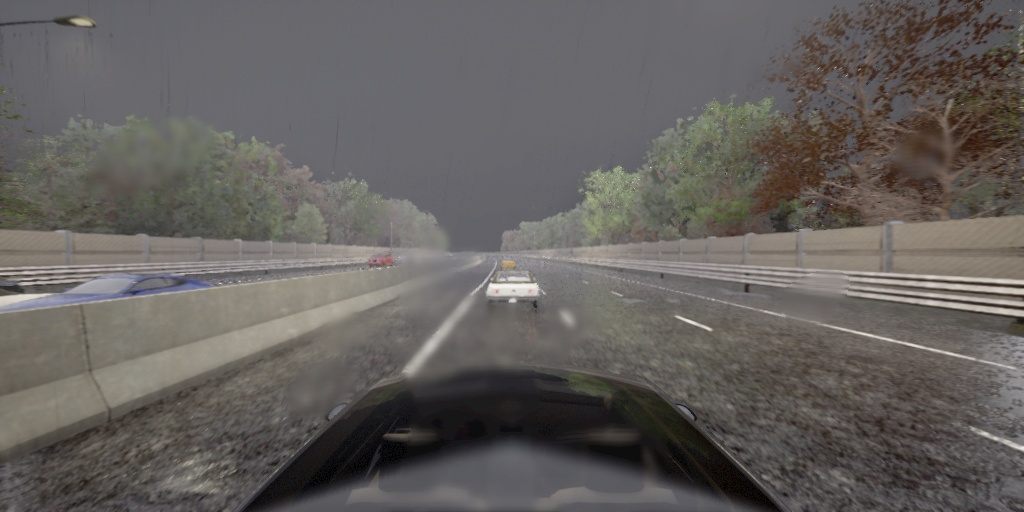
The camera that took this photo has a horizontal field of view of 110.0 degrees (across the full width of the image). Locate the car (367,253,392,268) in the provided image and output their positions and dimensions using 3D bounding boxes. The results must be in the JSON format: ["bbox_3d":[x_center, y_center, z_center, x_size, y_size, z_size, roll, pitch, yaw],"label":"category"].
[{"bbox_3d":[-18.238,0.599,50.129,2.150,2.045,5.566,0,0,-1],"label":"car"}]

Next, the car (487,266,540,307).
[{"bbox_3d":[0.044,1.251,14.706,1.895,1.301,4.718,0,0,0],"label":"car"}]

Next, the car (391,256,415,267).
[{"bbox_3d":[-14.727,0.910,49.565,1.812,1.442,4.674,0,0,-1],"label":"car"}]

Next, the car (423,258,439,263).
[{"bbox_3d":[-11.253,0.940,50.519,1.994,1.385,4.181,0,0,-1],"label":"car"}]

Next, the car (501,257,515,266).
[{"bbox_3d":[-0.505,0.859,47.092,1.801,1.575,5.366,0,0,-1],"label":"car"}]

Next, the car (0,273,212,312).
[{"bbox_3d":[-10.630,1.218,9.910,1.812,1.442,4.674,0,0,0],"label":"car"}]

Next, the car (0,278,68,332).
[{"bbox_3d":[-14.115,1.307,8.269,1.895,1.301,4.718,0,0,0],"label":"car"}]

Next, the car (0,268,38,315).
[{"bbox_3d":[-17.624,1.198,10.174,1.837,1.490,4.892,0,0,0],"label":"car"}]
